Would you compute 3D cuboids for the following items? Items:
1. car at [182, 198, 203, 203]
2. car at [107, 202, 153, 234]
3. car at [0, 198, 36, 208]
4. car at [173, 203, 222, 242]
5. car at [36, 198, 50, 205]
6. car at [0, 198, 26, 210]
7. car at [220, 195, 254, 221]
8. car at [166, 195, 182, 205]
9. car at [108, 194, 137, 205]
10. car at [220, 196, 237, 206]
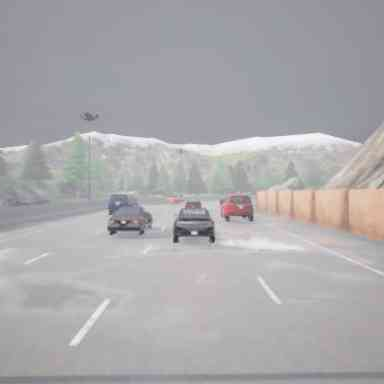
[{"bbox_3d":[0.269,1.481,40.355,1.882,1.535,5.008,0,0,3],"label":"car"},{"bbox_3d":[-3.401,1.549,19.004,2.033,1.411,5.357,0,0,0],"label":"car"},{"bbox_3d":[-17.570,1.496,32.165,2.128,1.511,4.902,0,0,0],"label":"car"},{"bbox_3d":[0.098,1.493,16.333,2.128,1.511,4.902,0,0,0],"label":"car"},{"bbox_3d":[-20.660,1.495,44.023,2.128,1.511,4.902,0,0,4],"label":"car"},{"bbox_3d":[-24.257,1.551,43.590,2.033,1.411,5.357,0,0,3],"label":"car"},{"bbox_3d":[3.599,1.225,27.079,2.150,2.045,5.566,0,0,0],"label":"car"},{"bbox_3d":[-3.064,1.356,60.750,2.097,1.767,4.553,0,0,20],"label":"car"},{"bbox_3d":[-6.889,1.224,33.670,2.150,2.045,5.566,0,0,0],"label":"car"},{"bbox_3d":[6.105,1.481,55.077,1.882,1.535,5.008,-1,0,16],"label":"car"}]
